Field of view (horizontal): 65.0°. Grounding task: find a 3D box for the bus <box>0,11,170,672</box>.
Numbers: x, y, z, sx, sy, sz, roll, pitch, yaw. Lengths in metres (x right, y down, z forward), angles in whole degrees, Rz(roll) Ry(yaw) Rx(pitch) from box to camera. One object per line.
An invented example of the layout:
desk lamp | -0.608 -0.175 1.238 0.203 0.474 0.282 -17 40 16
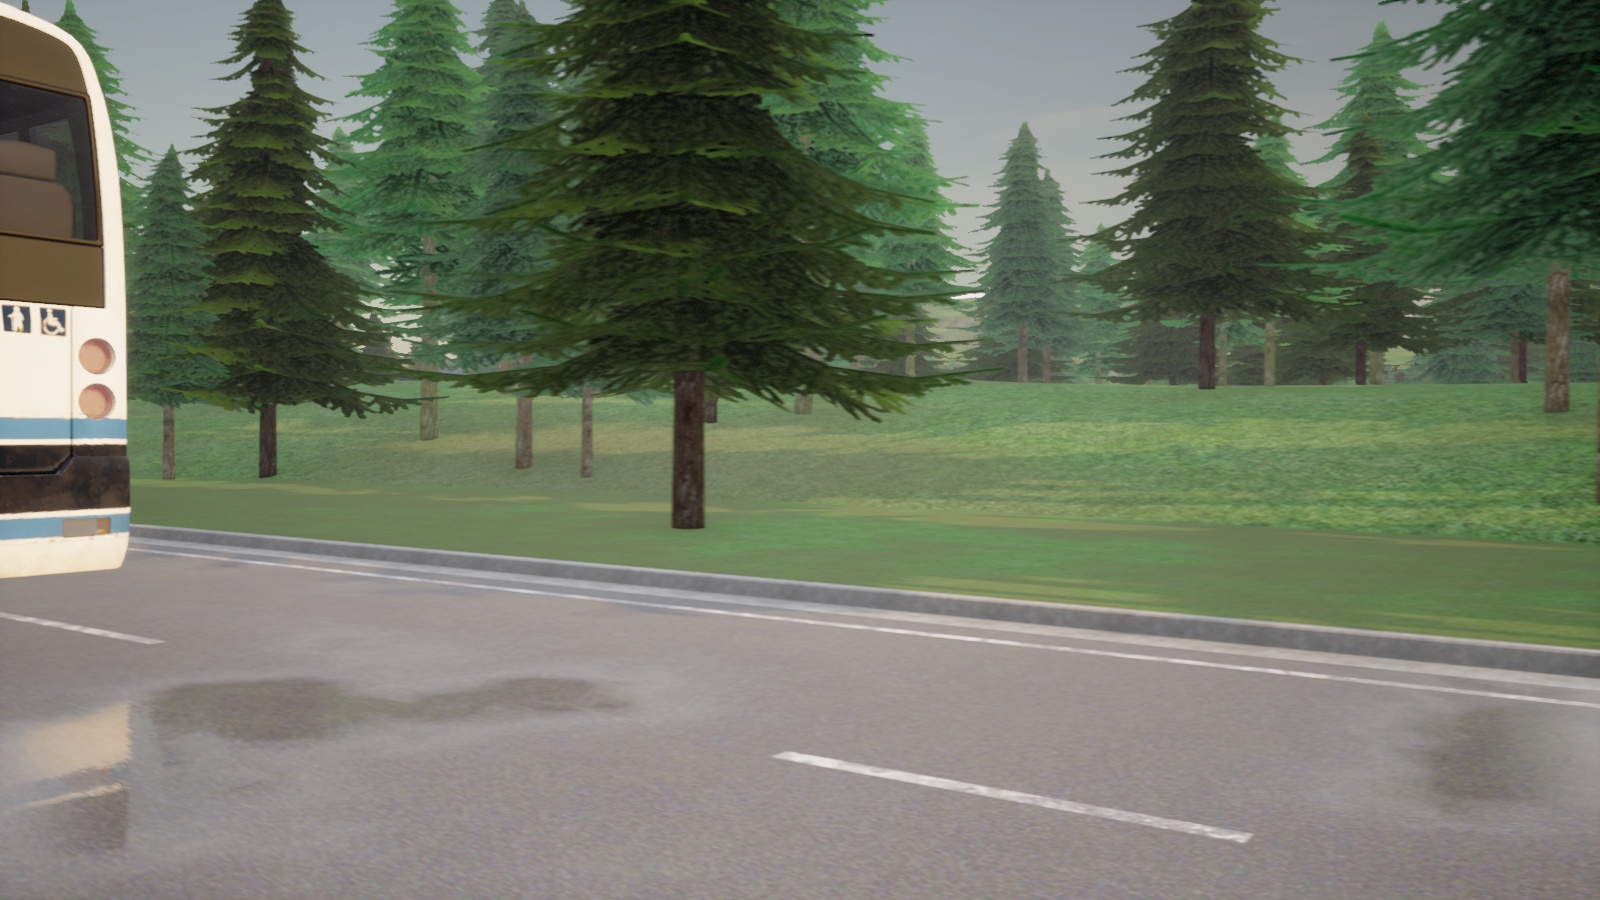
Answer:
bus | -9.916 -0.675 10.185 10.273 4.253 3.944 0 1 34
